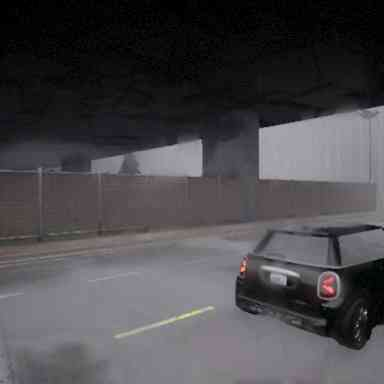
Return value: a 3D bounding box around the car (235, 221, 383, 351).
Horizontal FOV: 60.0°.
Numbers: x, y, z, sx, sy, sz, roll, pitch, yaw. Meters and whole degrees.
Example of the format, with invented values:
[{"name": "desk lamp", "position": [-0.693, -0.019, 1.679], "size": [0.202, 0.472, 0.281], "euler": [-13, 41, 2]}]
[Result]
[{"name": "car", "position": [2.988, 1.362, 6.516], "size": [4.553, 1.767, 2.097], "euler": [0, 0, -39]}]
